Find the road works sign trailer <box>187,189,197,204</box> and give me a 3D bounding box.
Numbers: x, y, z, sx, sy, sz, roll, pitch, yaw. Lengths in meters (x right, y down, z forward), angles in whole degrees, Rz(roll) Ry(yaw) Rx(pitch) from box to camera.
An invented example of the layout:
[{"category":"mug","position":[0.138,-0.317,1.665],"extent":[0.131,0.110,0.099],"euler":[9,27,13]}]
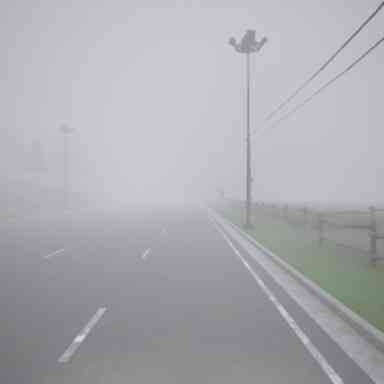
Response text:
[{"category":"road works sign trailer","position":[0.000,1.065,80.408],"extent":[2.380,3.560,2.880],"euler":[0,0,0]}]
